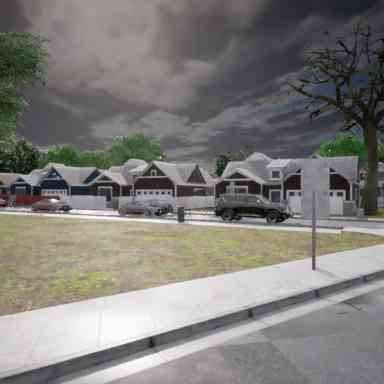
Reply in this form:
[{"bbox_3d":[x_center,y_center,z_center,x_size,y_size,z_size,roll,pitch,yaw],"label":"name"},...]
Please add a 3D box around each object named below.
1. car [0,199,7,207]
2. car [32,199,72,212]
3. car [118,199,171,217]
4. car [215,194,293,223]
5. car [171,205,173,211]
[{"bbox_3d":[-26.360,1.357,43.742,4.181,1.385,1.994,0,0,28],"label":"car"},{"bbox_3d":[-14.454,1.403,34.275,4.181,1.385,1.994,0,0,27],"label":"car"},{"bbox_3d":[-4.376,1.448,28.938,4.181,1.385,1.994,0,0,29],"label":"car"},{"bbox_3d":[4.371,1.146,24.027,5.566,2.045,2.150,0,0,30],"label":"car"},{"bbox_3d":[-4.070,1.416,32.124,4.674,1.442,1.812,0,0,28],"label":"car"}]
